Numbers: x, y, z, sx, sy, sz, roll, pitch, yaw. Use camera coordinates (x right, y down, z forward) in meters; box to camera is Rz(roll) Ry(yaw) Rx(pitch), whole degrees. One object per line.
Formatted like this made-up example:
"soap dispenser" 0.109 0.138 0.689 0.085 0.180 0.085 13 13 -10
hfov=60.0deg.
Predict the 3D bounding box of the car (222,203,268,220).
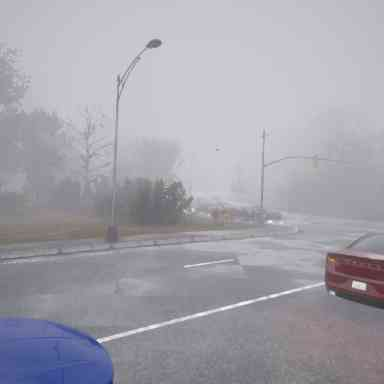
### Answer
"car" 5.423 2.171 34.615 1.895 1.301 4.718 3 -1 -23

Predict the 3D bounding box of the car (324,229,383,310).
"car" 4.992 1.555 7.347 5.008 1.535 1.882 1 -1 -35

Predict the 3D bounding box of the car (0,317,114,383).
"car" -2.863 1.478 1.699 5.008 1.535 1.882 0 0 -36

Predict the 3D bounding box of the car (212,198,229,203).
"car" 4.497 2.097 46.896 2.033 1.411 5.357 3 1 -18

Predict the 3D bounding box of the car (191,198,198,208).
"car" -1.076 1.647 53.967 2.128 1.511 4.902 2 1 -14

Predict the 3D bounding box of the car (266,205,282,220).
"car" 8.110 2.217 37.292 1.837 1.490 4.892 3 -1 -21

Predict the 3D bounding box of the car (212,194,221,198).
"car" 5.839 1.109 79.176 2.033 1.411 5.357 2 2 -1

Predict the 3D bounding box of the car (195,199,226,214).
"car" 2.260 2.037 42.812 1.994 1.385 4.181 3 0 -19

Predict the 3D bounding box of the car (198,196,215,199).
"car" 1.881 1.726 56.642 1.837 1.490 4.892 2 2 -12
